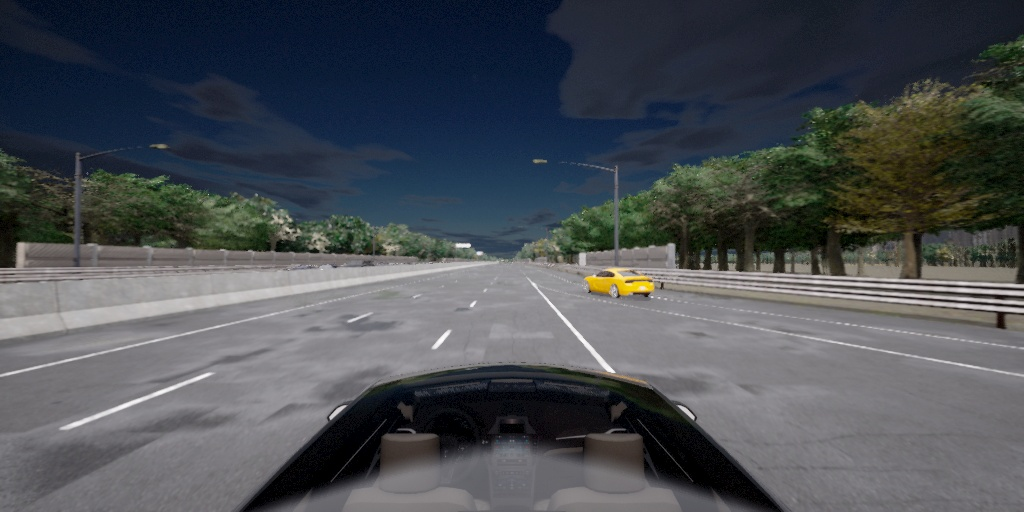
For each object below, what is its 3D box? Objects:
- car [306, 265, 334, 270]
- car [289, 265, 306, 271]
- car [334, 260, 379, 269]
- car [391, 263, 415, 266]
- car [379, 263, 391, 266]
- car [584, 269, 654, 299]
[{"bbox_3d":[-21.090,1.751,41.117,1.812,1.442,4.674,0,-1,0],"label":"car"},{"bbox_3d":[-24.583,1.806,42.510,1.994,1.385,4.181,0,-1,0],"label":"car"},{"bbox_3d":[-17.594,1.446,41.043,2.150,2.045,5.566,0,-1,0],"label":"car"},{"bbox_3d":[-17.553,1.938,58.254,1.837,1.490,4.892,0,-1,0],"label":"car"},{"bbox_3d":[-21.048,1.925,58.145,2.128,1.511,4.902,0,-1,0],"label":"car"},{"bbox_3d":[5.755,1.446,19.955,1.882,1.535,5.008,0,-1,-15],"label":"car"}]
